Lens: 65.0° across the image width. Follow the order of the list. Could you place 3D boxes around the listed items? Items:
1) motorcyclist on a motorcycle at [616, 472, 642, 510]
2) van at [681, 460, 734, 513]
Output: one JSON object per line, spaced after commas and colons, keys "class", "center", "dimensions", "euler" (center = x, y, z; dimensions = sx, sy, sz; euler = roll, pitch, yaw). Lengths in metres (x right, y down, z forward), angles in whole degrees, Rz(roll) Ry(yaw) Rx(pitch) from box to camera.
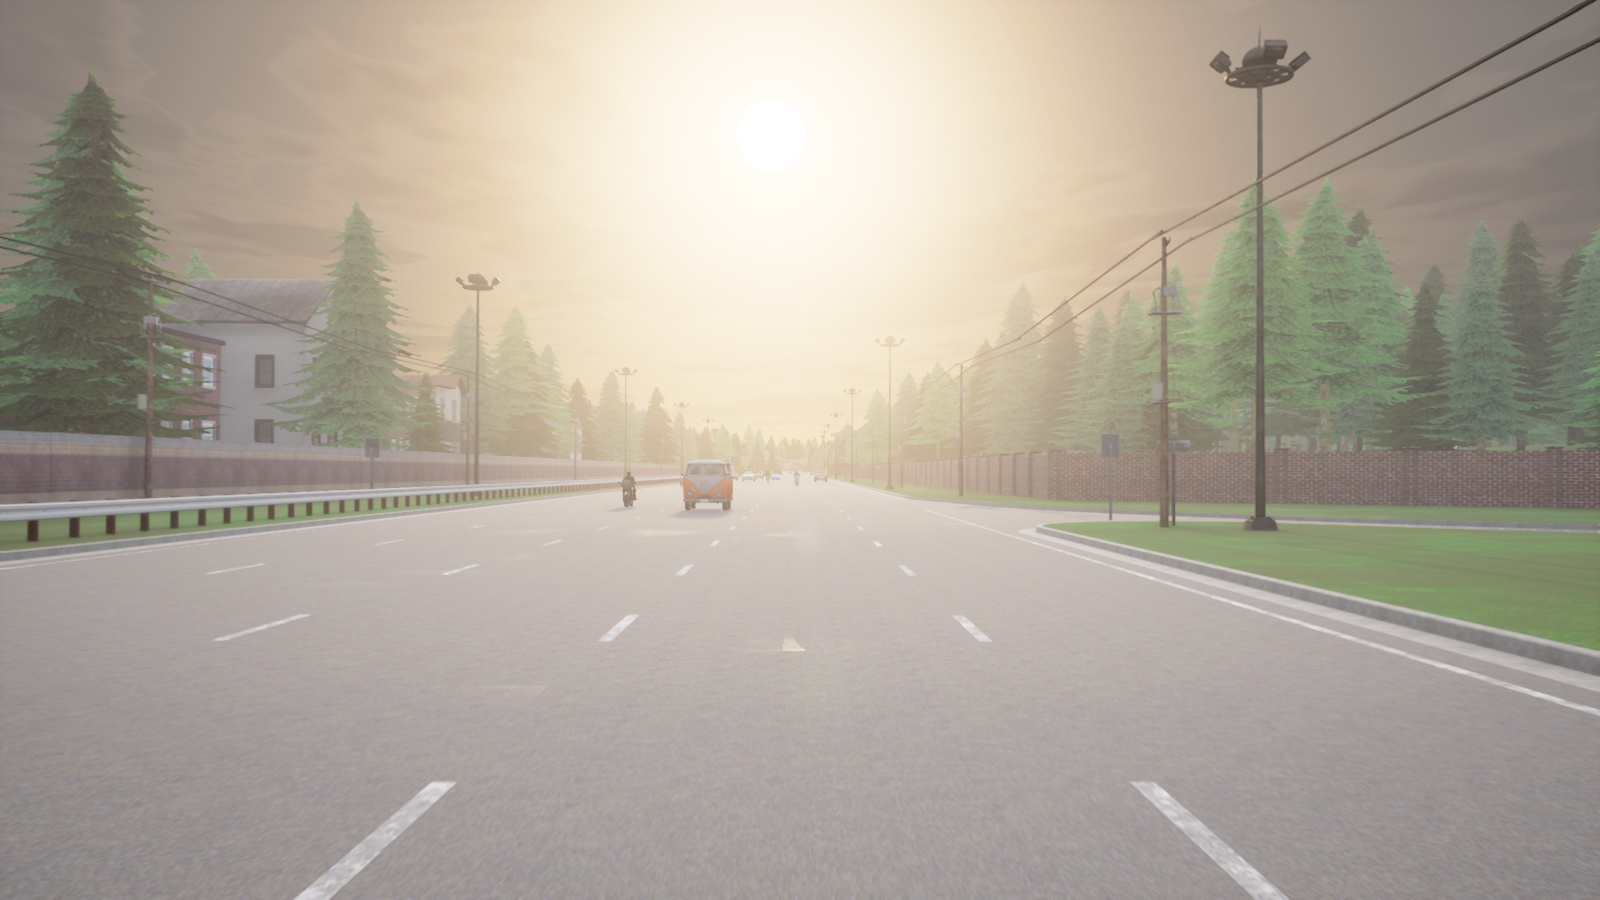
{"class": "motorcyclist on a motorcycle", "center": [-7.126, 1.701, 52.372], "dimensions": [0.797, 1.523, 2.044], "euler": [0, -1, 0]}
{"class": "van", "center": [-3.621, 1.416, 49.847], "dimensions": [1.775, 1.987, 4.442], "euler": [0, -1, 0]}
